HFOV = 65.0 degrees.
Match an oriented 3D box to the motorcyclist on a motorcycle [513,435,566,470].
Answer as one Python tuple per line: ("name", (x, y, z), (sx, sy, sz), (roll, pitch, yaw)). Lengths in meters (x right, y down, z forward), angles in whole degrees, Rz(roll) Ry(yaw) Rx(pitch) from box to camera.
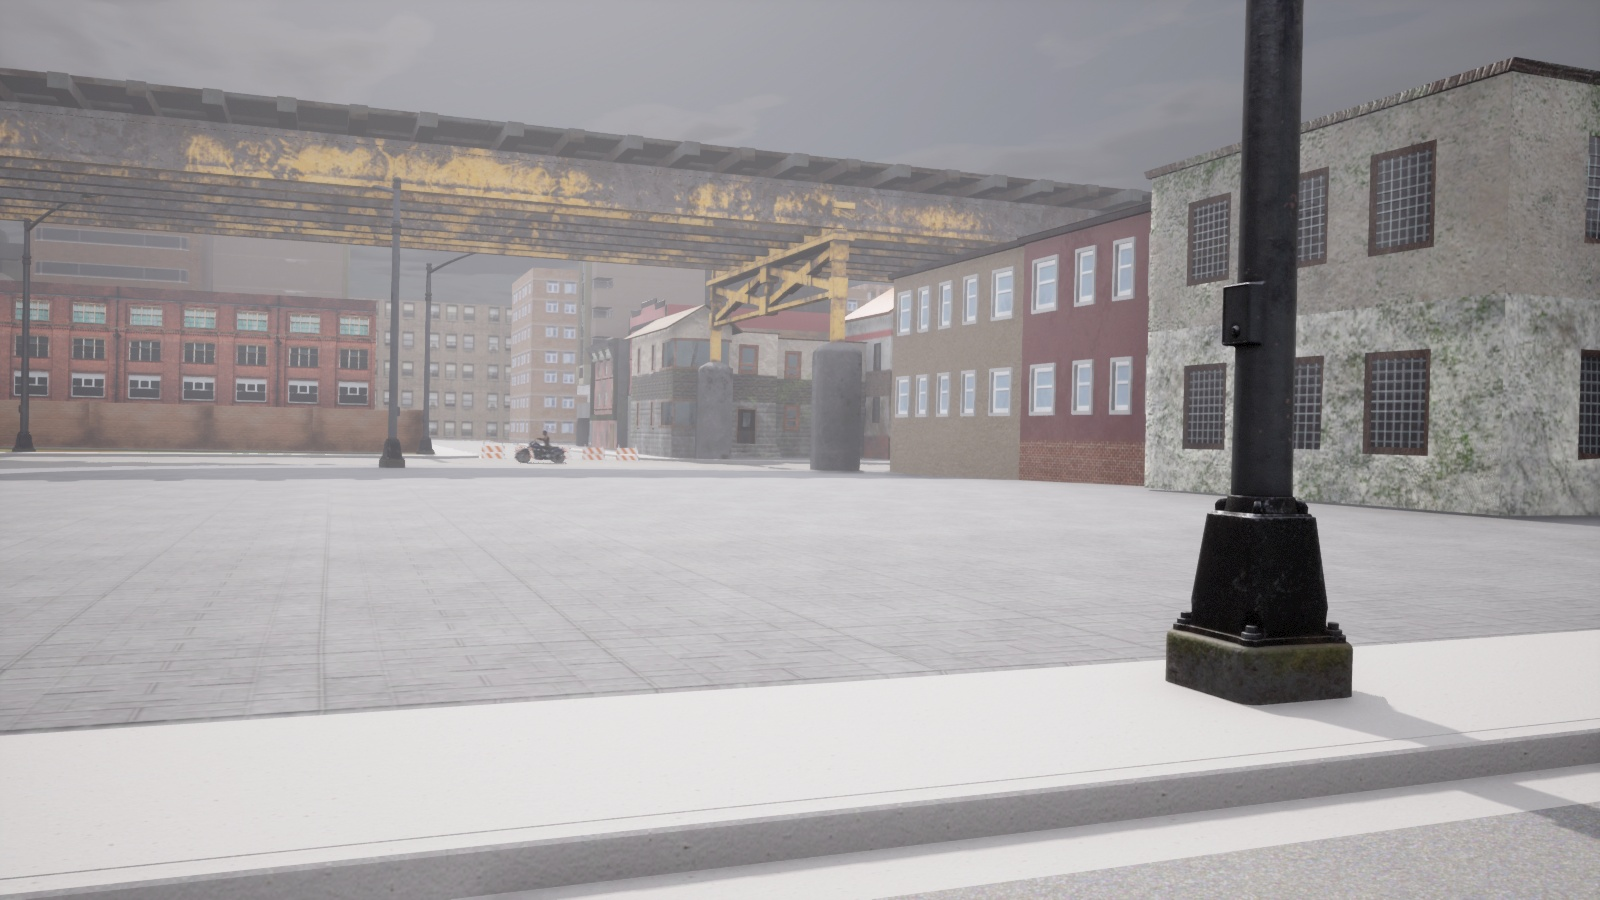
("motorcyclist on a motorcycle", (-12.433, 0.125, 59.947), (2.350, 1.649, 0.766), (0, 1, -21))
